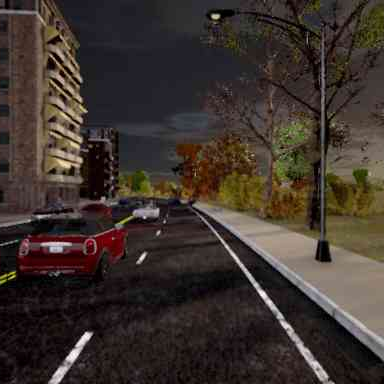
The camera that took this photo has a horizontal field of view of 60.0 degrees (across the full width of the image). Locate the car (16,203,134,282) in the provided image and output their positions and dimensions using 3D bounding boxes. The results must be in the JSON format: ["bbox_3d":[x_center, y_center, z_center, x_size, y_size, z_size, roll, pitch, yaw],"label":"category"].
[{"bbox_3d":[-3.258,1.393,10.036,2.097,1.767,4.553,0,0,-1],"label":"car"}]

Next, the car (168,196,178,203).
[{"bbox_3d":[-4.508,1.790,78.174,2.128,1.511,4.902,0,0,-7],"label":"car"}]

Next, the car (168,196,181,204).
[{"bbox_3d":[-3.397,1.795,67.777,1.994,1.385,4.181,0,-1,-6],"label":"car"}]

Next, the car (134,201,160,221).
[{"bbox_3d":[-3.776,1.707,28.153,1.895,1.301,4.718,0,0,-2],"label":"car"}]

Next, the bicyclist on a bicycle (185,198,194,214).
[{"bbox_3d":[-0.096,1.498,35.929,0.659,1.776,1.843,0,0,-3],"label":"bicyclist on a bicycle"}]

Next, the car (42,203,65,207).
[{"bbox_3d":[-10.357,1.593,24.971,2.128,1.511,4.902,0,0,-2],"label":"car"}]

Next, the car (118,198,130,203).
[{"bbox_3d":[-12.724,1.779,62.764,2.033,1.411,5.357,0,0,-5],"label":"car"}]

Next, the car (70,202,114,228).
[{"bbox_3d":[-7.070,1.573,24.085,1.882,1.535,5.008,0,0,-2],"label":"car"}]

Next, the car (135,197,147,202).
[{"bbox_3d":[-9.295,1.719,60.804,2.128,1.511,4.902,0,0,-4],"label":"car"}]
